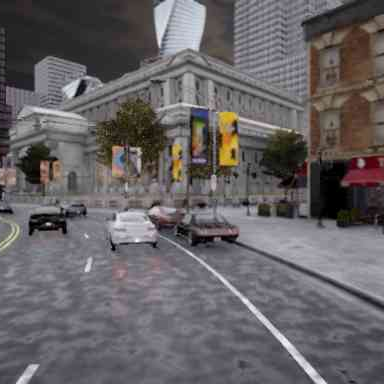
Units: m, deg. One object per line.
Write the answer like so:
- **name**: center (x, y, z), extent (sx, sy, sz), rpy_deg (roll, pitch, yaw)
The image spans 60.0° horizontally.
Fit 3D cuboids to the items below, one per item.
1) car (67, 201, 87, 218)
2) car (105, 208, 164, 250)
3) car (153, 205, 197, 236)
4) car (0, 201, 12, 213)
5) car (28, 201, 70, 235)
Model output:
- **car**: center (-11.159, 1.552, 30.393), extent (2.128, 1.511, 4.902), rpy_deg (0, 0, -37)
- **car**: center (-2.717, 1.546, 14.478), extent (1.812, 1.442, 4.674), rpy_deg (0, 0, -17)
- **car**: center (-1.729, 1.543, 20.743), extent (2.002, 1.452, 4.674), rpy_deg (0, 0, -25)
- **car**: center (-21.385, 1.661, 36.631), extent (1.994, 1.385, 4.181), rpy_deg (0, 0, -43)
- **car**: center (-8.469, 1.520, 19.473), extent (1.882, 1.535, 5.008), rpy_deg (0, 0, -25)
